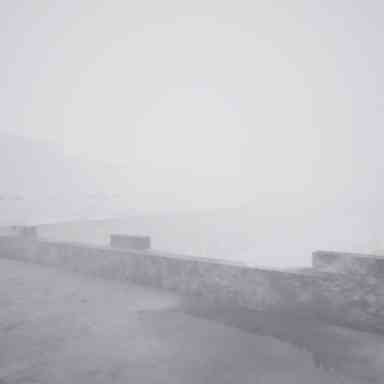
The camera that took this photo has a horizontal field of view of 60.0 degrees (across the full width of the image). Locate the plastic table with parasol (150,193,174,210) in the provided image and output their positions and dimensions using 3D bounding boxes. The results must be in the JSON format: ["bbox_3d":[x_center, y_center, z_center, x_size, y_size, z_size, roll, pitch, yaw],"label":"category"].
[{"bbox_3d":[-4.431,1.374,49.131,2.482,2.480,2.482,-1,-1,35],"label":"plastic table with parasol"}]
